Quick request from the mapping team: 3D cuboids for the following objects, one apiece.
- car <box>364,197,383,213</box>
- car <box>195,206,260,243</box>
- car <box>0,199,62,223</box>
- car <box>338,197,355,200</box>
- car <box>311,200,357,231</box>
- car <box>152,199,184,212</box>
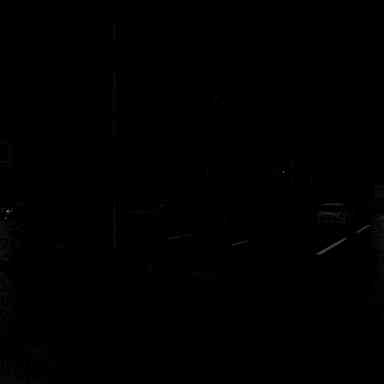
[{"bbox_3d":[19.444,1.348,34.799,2.152,1.636,5.027,0,0,35],"label":"car"},{"bbox_3d":[1.763,1.392,15.365,1.845,1.501,3.633,0,0,35],"label":"car"},{"bbox_3d":[-12.511,1.378,25.588,2.097,1.767,4.553,0,0,35],"label":"car"},{"bbox_3d":[16.859,1.358,36.576,2.007,1.523,4.514,0,0,35],"label":"car"},{"bbox_3d":[8.496,1.401,19.681,1.970,1.475,3.806,0,0,35],"label":"car"},{"bbox_3d":[-2.742,1.552,39.567,1.812,1.442,4.674,0,0,35],"label":"car"}]
